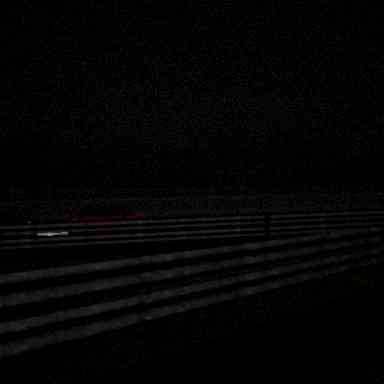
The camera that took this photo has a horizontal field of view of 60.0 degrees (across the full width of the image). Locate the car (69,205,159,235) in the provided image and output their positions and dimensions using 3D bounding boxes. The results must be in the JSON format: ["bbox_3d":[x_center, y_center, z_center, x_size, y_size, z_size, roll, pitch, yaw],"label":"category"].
[{"bbox_3d":[-4.089,1.493,17.758,4.553,1.767,2.097,-1,0,-13],"label":"car"}]

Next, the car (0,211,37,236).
[{"bbox_3d":[-11.404,1.824,19.680,4.181,1.385,1.994,-1,0,-13],"label":"car"}]
